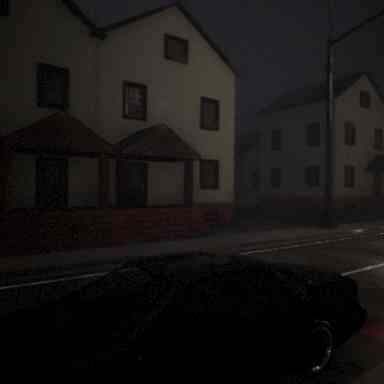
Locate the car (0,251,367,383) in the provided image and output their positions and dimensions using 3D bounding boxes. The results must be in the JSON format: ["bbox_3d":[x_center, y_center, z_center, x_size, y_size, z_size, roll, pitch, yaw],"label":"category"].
[{"bbox_3d":[-0.087,1.499,3.924,5.357,1.411,2.033,0,1,-35],"label":"car"}]
